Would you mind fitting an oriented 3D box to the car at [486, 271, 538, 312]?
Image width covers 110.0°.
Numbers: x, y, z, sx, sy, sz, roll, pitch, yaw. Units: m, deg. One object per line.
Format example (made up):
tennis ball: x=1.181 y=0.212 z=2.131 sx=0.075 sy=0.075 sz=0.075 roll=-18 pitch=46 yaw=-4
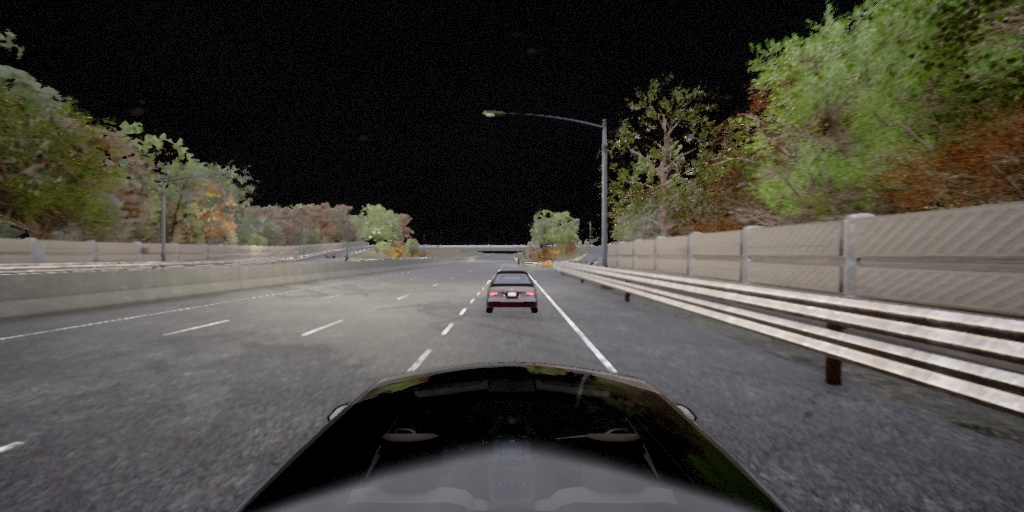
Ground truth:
car: x=0.001 y=1.284 z=14.115 sx=2.033 sy=1.411 sz=5.357 roll=0 pitch=0 yaw=0
